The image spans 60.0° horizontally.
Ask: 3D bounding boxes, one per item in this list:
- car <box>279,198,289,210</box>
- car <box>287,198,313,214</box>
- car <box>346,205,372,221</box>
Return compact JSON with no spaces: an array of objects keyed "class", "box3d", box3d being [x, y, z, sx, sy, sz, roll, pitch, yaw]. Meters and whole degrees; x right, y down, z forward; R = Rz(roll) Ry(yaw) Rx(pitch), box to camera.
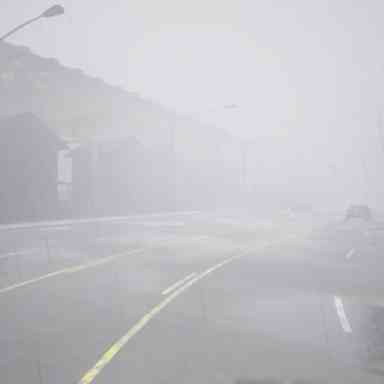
[{"class":"car","box3d":[14.570,1.697,49.452,2.097,1.767,4.553,1,0,32]},{"class":"car","box3d":[13.891,1.887,41.893,1.837,1.490,4.892,1,-1,32]},{"class":"car","box3d":[15.691,1.905,31.277,2.033,1.411,5.357,1,0,32]}]
